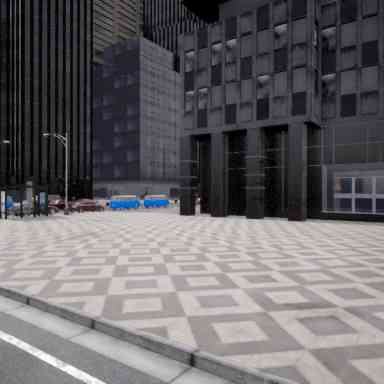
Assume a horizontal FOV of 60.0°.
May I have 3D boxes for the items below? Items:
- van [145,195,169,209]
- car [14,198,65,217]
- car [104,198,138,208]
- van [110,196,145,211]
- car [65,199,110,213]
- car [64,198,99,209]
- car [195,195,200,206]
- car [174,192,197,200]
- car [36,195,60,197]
[{"bbox_3d":[-4.724,1.330,44.821,1.690,1.788,3.998,0,0,35],"label":"van"},{"bbox_3d":[-14.606,1.549,30.948,2.008,1.369,4.403,0,0,35],"label":"car"},{"bbox_3d":[-10.018,1.574,47.482,1.895,1.301,4.718,0,0,36],"label":"car"},{"bbox_3d":[-8.017,1.332,40.197,1.690,1.788,3.998,0,0,35],"label":"van"},{"bbox_3d":[-11.312,1.576,35.573,1.802,1.307,4.206,0,0,35],"label":"car"},{"bbox_3d":[-14.962,1.549,45.142,1.802,1.307,4.206,0,0,35],"label":"car"},{"bbox_3d":[1.864,1.570,54.069,1.802,1.307,4.206,0,0,35],"label":"car"},{"bbox_3d":[-1.033,0.914,59.932,2.150,2.045,5.566,0,0,35],"label":"car"},{"bbox_3d":[-18.256,1.285,40.517,2.192,1.841,5.009,0,0,35],"label":"car"}]
